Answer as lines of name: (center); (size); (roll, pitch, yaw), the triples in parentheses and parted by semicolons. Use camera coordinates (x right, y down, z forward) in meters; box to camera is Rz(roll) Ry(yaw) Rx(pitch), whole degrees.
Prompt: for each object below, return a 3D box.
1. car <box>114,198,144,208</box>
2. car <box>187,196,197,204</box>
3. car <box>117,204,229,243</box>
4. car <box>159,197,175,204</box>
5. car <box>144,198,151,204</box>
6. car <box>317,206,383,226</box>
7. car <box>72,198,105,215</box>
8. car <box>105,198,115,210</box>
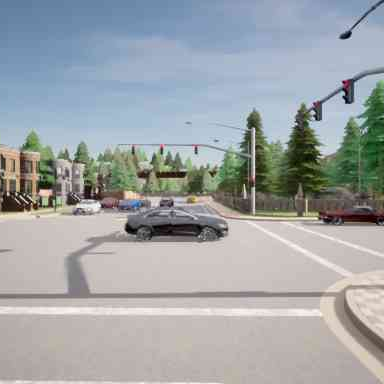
car: (-7.161, 1.477, 38.307); (1.882, 1.535, 5.008); (0, 0, 0)
car: (-0.012, 1.477, 64.859); (1.882, 1.535, 5.008); (0, 0, 0)
car: (-0.741, 1.491, 15.689); (4.902, 1.511, 2.128); (0, 0, 1)
car: (-3.480, 1.491, 46.506); (2.128, 1.511, 4.902); (0, 0, 0)
car: (-7.150, 1.564, 48.295); (1.994, 1.385, 4.181); (0, 0, 0)
car: (11.149, 1.601, 22.840); (4.718, 1.301, 1.895); (0, 0, 2)
car: (-10.655, 1.526, 33.968); (1.812, 1.442, 4.674); (0, 0, 0)
car: (-10.662, 1.477, 43.021); (1.882, 1.535, 5.008); (0, 0, 0)
